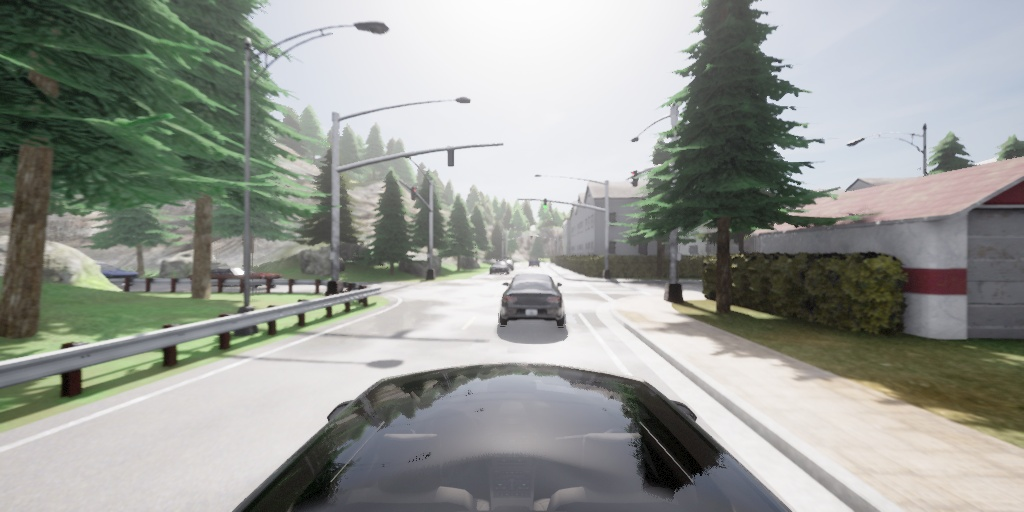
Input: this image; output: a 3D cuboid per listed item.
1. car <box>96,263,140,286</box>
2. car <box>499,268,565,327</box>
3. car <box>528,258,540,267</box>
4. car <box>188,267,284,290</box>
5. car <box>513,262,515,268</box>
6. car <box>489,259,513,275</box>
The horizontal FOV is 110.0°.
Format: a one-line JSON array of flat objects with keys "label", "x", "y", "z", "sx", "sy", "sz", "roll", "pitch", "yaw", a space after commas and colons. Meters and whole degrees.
[{"label": "car", "x": -25.986, "y": 1.158, "z": 22.184, "sx": 5.008, "sy": 1.535, "sz": 1.882, "roll": 0, "pitch": 0, "yaw": 3}, {"label": "car", "x": 0.642, "y": 1.276, "z": 11.474, "sx": 1.812, "sy": 1.442, "sz": 4.674, "roll": 0, "pitch": 0, "yaw": 4}, {"label": "car", "x": 4.028, "y": 1.104, "z": 65.270, "sx": 2.097, "sy": 1.767, "sz": 4.553, "roll": 0, "pitch": 0, "yaw": 4}, {"label": "car", "x": -16.532, "y": 1.311, "z": 21.664, "sx": 4.718, "sy": 1.301, "sz": 1.895, "roll": 0, "pitch": 0, "yaw": 3}, {"label": "car", "x": -0.664, "y": 1.231, "z": 49.462, "sx": 2.128, "sy": 1.511, "sz": 4.902, "roll": 0, "pitch": 0, "yaw": 4}, {"label": "car", "x": -1.308, "y": 1.303, "z": 39.428, "sx": 1.994, "sy": 1.385, "sz": 4.181, "roll": 0, "pitch": 0, "yaw": 4}]
